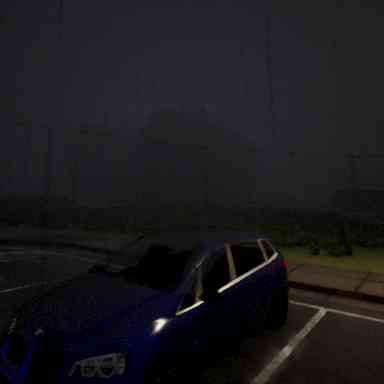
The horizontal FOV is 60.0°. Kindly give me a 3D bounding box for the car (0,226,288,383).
[{"bbox_3d":[-0.239,1.444,4.919,2.242,1.667,4.611,1,1,36],"label":"car"}]
